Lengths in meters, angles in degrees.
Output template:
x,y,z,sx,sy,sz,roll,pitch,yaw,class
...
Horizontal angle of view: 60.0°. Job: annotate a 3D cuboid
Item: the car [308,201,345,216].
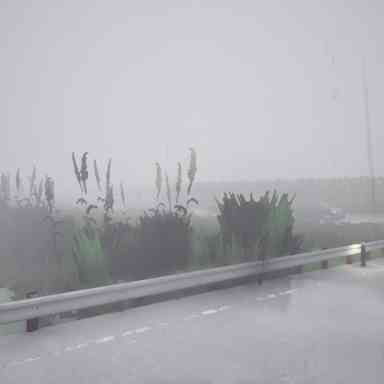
x,y,z,sx,sy,sz,roll,pitch,yaw,class
10.859,1.572,29.002,2.097,1.767,4.553,-1,1,-43,car
